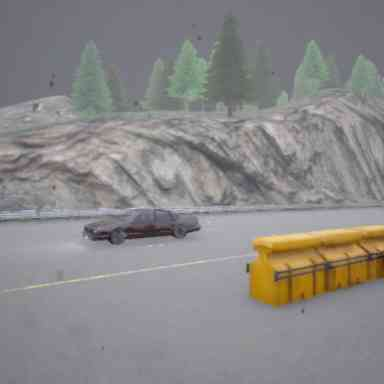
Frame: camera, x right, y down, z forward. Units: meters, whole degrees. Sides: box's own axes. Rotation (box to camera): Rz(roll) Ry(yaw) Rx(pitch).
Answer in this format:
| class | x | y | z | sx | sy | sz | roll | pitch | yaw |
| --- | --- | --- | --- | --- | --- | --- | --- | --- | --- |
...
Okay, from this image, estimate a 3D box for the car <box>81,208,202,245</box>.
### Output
| class | x | y | z | sx | sy | sz | roll | pitch | yaw |
| --- | --- | --- | --- | --- | --- | --- | --- | --- | --- |
| car | -2.126 | 1.465 | 15.167 | 5.357 | 1.411 | 2.033 | 0 | 0 | -34 |
